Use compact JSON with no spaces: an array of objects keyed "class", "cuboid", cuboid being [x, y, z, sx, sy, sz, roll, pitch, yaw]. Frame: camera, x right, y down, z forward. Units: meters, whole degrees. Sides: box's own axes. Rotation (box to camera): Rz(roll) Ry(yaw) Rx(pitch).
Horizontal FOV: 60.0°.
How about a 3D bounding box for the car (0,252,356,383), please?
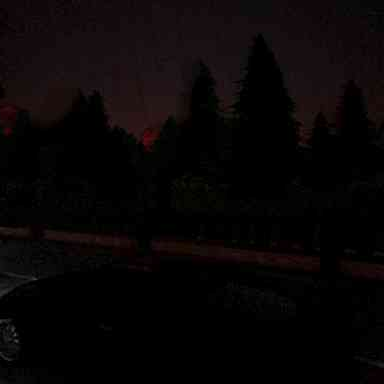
[{"class":"car","cuboid":[-0.577,1.511,4.132,4.674,1.442,1.812,0,0,34]}]
